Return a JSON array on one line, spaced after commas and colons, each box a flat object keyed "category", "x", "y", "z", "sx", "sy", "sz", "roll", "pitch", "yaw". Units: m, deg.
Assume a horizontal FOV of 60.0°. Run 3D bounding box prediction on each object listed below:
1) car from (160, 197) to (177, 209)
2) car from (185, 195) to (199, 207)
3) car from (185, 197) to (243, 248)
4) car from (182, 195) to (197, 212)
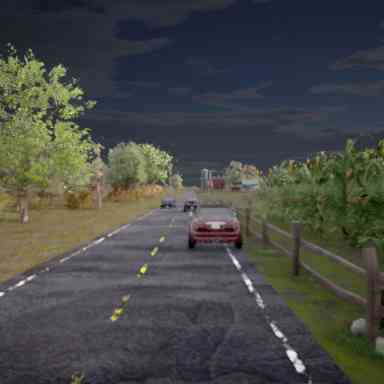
[{"category": "car", "x": -2.852, "y": 1.320, "z": 41.148, "sx": 2.033, "sy": 1.411, "sz": 5.357, "roll": 0, "pitch": 0, "yaw": 0}, {"category": "car", "x": 0.019, "y": 1.237, "z": 47.787, "sx": 1.837, "sy": 1.490, "sz": 4.892, "roll": 0, "pitch": 1, "yaw": 0}, {"category": "car", "x": 0.898, "y": 1.278, "z": 14.439, "sx": 2.097, "sy": 1.767, "sz": 4.553, "roll": 0, "pitch": 0, "yaw": 1}, {"category": "car", "x": 0.025, "y": 1.308, "z": 35.928, "sx": 1.837, "sy": 1.490, "sz": 4.892, "roll": 0, "pitch": 0, "yaw": 0}]
